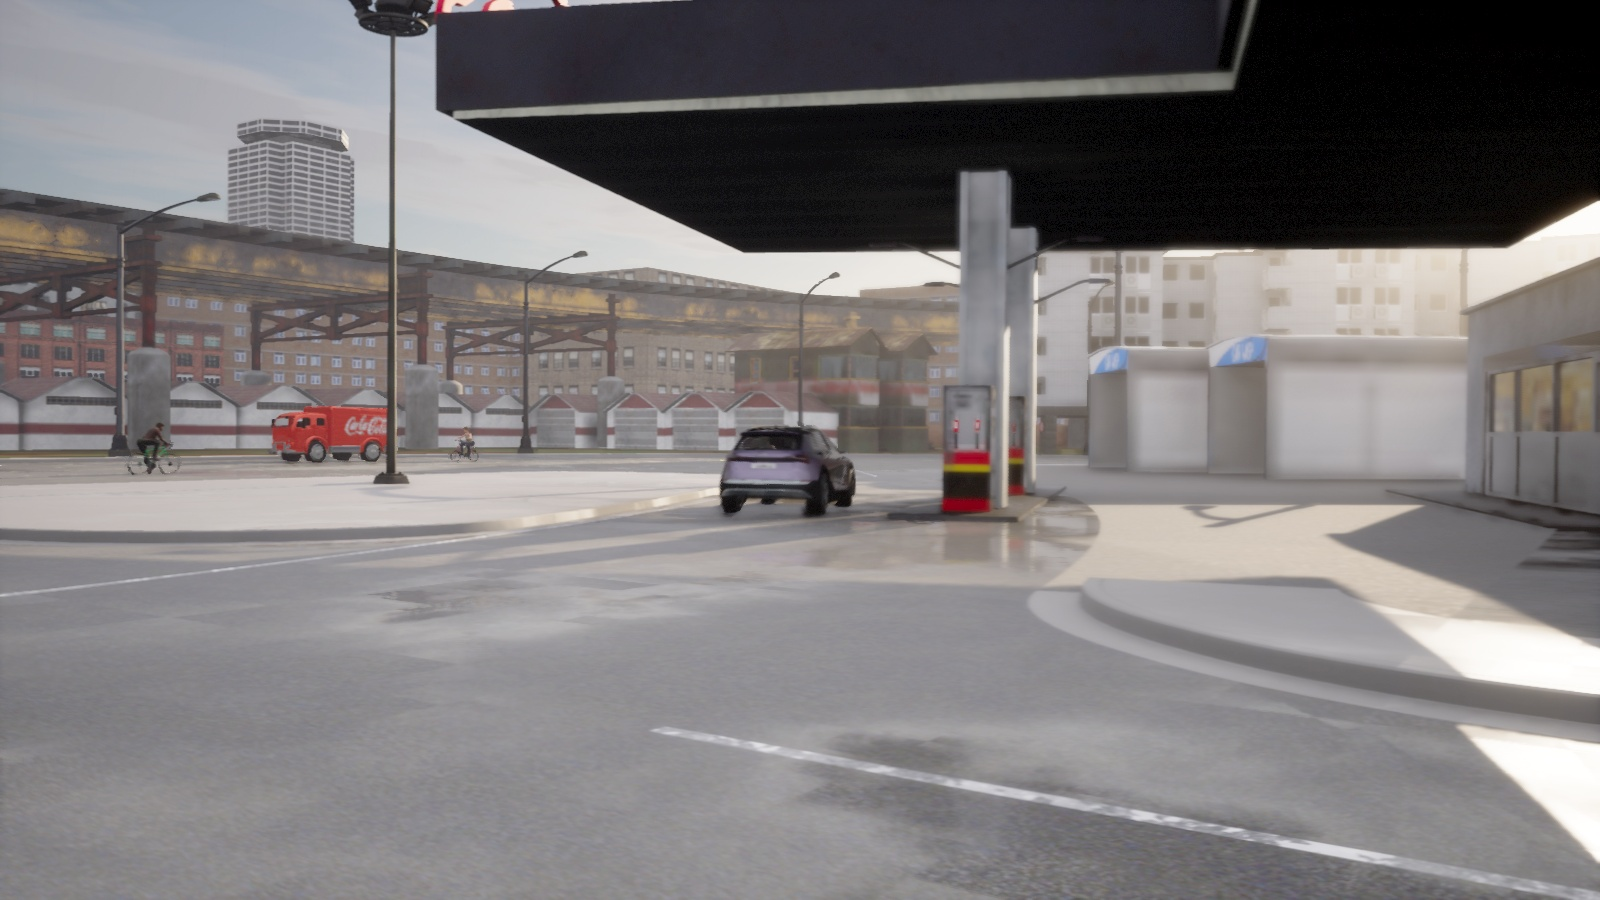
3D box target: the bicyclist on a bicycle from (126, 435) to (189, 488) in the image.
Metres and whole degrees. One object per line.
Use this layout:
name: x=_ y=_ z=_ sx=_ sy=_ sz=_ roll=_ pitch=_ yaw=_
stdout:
bicyclist on a bicycle: x=-19.858 y=0.338 z=38.850 sx=0.582 sy=1.620 sz=1.656 roll=0 pitch=1 yaw=34

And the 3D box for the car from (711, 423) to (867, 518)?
car: x=-0.084 y=0.330 z=24.486 sx=2.033 sy=1.649 sz=4.856 roll=0 pitch=1 yaw=12

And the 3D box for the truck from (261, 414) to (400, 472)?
truck: x=-20.903 y=-0.325 z=56.093 sx=2.627 sy=2.467 sz=5.204 roll=0 pitch=1 yaw=35

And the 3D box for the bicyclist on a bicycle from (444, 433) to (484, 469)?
bicyclist on a bicycle: x=-15.384 y=0.028 z=57.536 sx=0.866 sy=1.612 sz=1.509 roll=1 pitch=2 yaw=41
